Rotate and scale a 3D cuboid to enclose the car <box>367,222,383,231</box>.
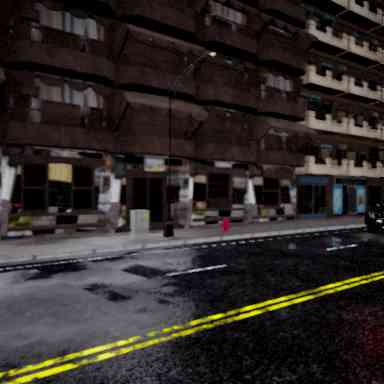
[{"bbox_3d":[6.610,1.518,7.975,4.902,1.511,2.128,0,0,-34],"label":"car"}]

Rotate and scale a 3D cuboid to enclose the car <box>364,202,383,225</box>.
[{"bbox_3d":[12.783,1.286,20.039,5.566,2.045,2.150,0,0,-32],"label":"car"}]
